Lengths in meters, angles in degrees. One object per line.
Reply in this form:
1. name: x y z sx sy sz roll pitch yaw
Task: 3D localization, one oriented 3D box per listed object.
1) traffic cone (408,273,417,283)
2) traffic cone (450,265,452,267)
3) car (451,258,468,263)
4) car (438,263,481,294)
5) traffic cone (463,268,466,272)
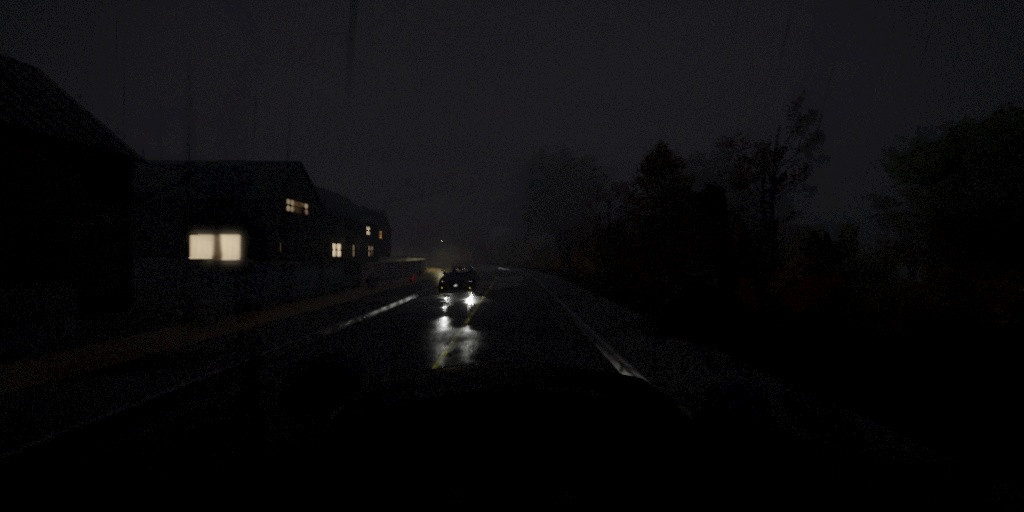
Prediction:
1. traffic cone: -5.800 1.126 20.574 0.340 0.580 0.340 0 0 37
2. traffic cone: -9.455 1.470 55.641 0.340 0.580 0.340 0 0 -25
3. car: -8.557 1.046 58.393 1.994 1.385 4.181 0 1 -28
4. car: -2.866 1.306 20.252 1.994 1.385 4.181 0 0 0
5. traffic cone: -4.211 1.521 30.238 0.340 0.580 0.340 0 0 -22
